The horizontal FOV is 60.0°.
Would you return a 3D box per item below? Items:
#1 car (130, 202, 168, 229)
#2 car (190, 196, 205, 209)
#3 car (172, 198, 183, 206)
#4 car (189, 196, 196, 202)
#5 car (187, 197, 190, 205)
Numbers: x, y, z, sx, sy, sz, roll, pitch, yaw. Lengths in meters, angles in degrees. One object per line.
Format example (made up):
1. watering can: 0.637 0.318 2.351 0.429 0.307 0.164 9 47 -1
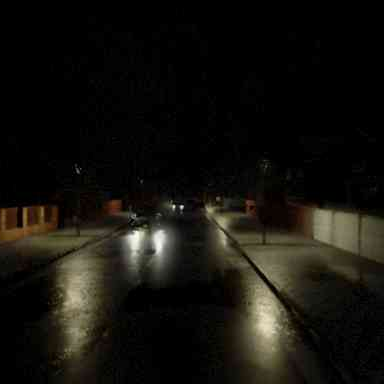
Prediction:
1. car: -2.836 1.498 22.498 2.097 1.767 4.553 0 0 0
2. car: 0.992 1.786 50.497 1.882 1.535 5.008 0 0 0
3. car: -2.728 1.904 63.944 1.812 1.442 4.674 0 0 1
4. car: 0.054 1.834 89.035 1.812 1.442 4.674 0 0 0
5. car: 0.041 1.833 68.547 1.882 1.535 5.008 0 0 0
